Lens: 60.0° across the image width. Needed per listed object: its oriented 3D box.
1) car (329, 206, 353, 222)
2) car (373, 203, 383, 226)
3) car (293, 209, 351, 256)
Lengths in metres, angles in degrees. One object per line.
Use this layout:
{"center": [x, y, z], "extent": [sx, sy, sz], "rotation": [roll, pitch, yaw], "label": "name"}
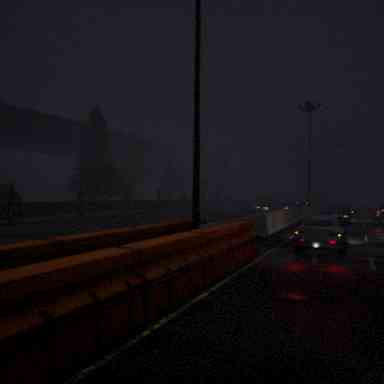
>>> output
{"center": [11.455, 1.795, 26.005], "extent": [2.033, 1.411, 5.357], "rotation": [0, 0, 27], "label": "car"}
{"center": [15.009, 1.628, 25.262], "extent": [2.097, 1.767, 4.553], "rotation": [0, 0, 27], "label": "car"}
{"center": [5.426, 1.650, 13.799], "extent": [1.812, 1.442, 4.674], "rotation": [0, 0, 27], "label": "car"}
